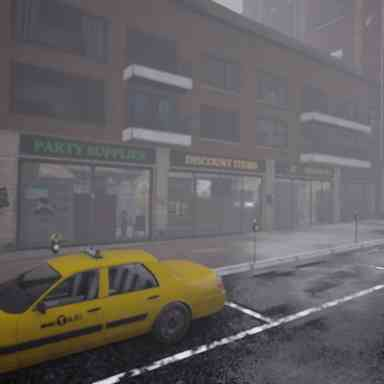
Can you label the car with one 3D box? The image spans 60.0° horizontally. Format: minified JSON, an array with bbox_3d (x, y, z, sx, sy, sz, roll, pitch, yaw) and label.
[{"bbox_3d":[-1.703,1.518,4.855,4.829,1.417,1.752,0,2,-35],"label":"car"}]
